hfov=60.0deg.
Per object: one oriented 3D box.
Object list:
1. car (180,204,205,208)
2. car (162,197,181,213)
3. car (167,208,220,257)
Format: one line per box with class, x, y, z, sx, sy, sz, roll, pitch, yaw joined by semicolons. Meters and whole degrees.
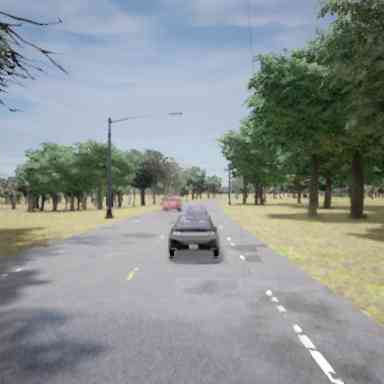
car;0.401;1.816;27.455;2.033;1.411;5.357;0;-1;2
car;-2.615;1.654;44.333;2.150;2.045;5.566;0;-1;3
car;0.111;1.625;13.465;2.128;1.511;4.902;0;0;1
